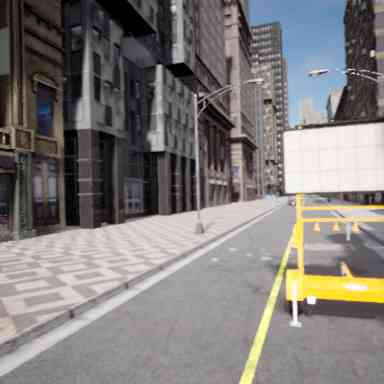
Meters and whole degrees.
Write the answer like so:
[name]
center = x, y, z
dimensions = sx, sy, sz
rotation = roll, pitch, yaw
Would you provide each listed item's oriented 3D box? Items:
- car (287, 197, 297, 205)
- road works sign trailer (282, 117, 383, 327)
[car]
center = 17.215, 1.508, 56.582
dimensions = 2.033, 1.411, 5.357
rotation = -2, -1, 19
[road works sign trailer]
center = 3.078, 0.416, 6.584
dimensions = 2.380, 3.560, 2.880
rotation = -2, 0, 19
